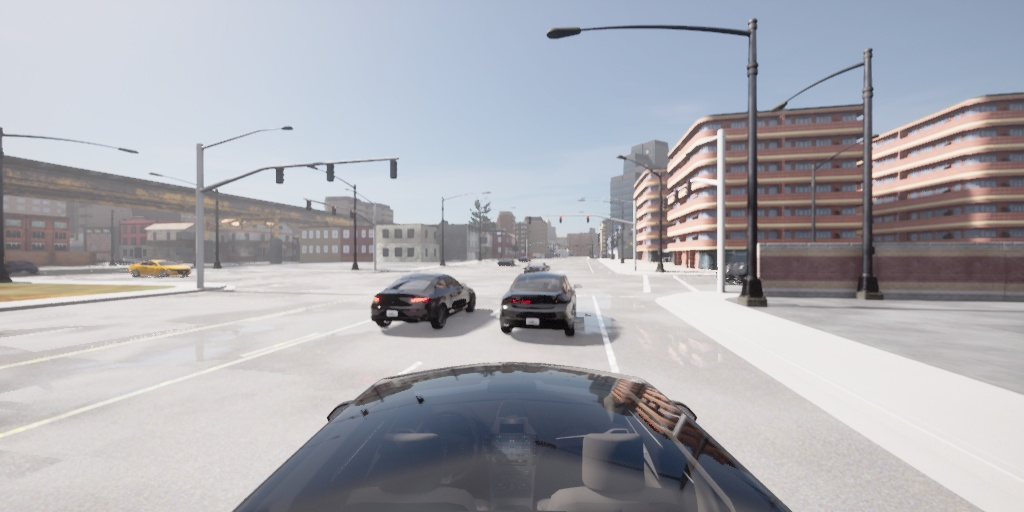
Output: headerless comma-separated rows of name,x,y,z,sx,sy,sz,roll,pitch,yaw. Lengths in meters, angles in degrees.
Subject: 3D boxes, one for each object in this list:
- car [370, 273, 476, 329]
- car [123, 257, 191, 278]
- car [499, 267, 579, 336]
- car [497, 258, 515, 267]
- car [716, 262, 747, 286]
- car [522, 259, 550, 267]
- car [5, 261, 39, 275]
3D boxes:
car,-2.522,1.245,11.087,1.812,1.442,4.674,0,0,11
car,-31.283,1.127,31.936,5.008,1.535,1.882,0,0,10
car,0.923,1.226,10.442,1.837,1.490,4.892,0,0,11
car,-0.843,0.966,53.868,1.895,1.301,4.718,0,1,11
car,16.321,1.168,23.737,4.902,1.511,2.128,0,0,10
car,2.465,1.203,33.780,1.895,1.301,4.718,0,0,12
car,-50.586,1.180,36.859,5.357,1.411,2.033,0,0,31
